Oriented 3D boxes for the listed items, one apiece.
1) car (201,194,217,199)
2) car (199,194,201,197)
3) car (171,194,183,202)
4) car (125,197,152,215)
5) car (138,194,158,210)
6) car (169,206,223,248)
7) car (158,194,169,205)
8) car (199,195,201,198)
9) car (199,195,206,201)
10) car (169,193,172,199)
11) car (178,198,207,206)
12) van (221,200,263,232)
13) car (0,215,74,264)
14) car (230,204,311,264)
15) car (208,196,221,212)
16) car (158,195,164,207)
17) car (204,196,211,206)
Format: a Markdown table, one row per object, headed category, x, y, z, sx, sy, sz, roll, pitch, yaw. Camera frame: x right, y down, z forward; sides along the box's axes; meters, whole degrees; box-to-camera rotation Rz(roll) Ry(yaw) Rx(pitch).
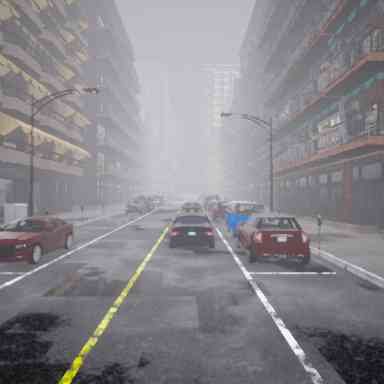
| category | x | y | z | sx | sy | sz | roll | pitch | yaw |
| --- | --- | --- | --- | --- | --- | --- | --- | --- | --- |
| car | 2.708 | 1.323 | 45.174 | 2.192 | 1.841 | 5.009 | 1 | 0 | 0 |
| car | 3.000 | 1.463 | 70.825 | 1.801 | 1.575 | 5.366 | 0 | 0 | 0 |
| car | -3.001 | 1.475 | 76.729 | 2.128 | 1.511 | 4.902 | 0 | 0 | 0 |
| car | -5.677 | 1.558 | 34.041 | 2.008 | 1.369 | 4.403 | 1 | 0 | 0 |
| car | -5.672 | 1.323 | 39.581 | 2.192 | 1.841 | 5.009 | 1 | 0 | 0 |
| car | 0.000 | 1.567 | 14.653 | 2.033 | 1.411 | 5.357 | 0 | 0 | 0 |
| car | -5.672 | 1.323 | 56.203 | 2.192 | 1.841 | 5.009 | 1 | 0 | 0 |
| car | 2.704 | 1.559 | 56.255 | 2.008 | 1.369 | 4.403 | 1 | 0 | 0 |
| car | 2.704 | 1.587 | 89.498 | 1.802 | 1.307 | 4.206 | 1 | 0 | 0 |
| car | -5.672 | 1.320 | 89.445 | 2.192 | 1.841 | 5.009 | 1 | 0 | 0 |
| car | 0.000 | 1.571 | 29.655 | 2.033 | 1.411 | 5.357 | 0 | 0 | 0 |
| van | 2.708 | 1.345 | 17.470 | 1.690 | 1.788 | 3.998 | 1 | 0 | 0 |
| car | -5.676 | 1.547 | 11.878 | 1.887 | 1.381 | 4.507 | 1 | 0 | 0 |
| car | 2.706 | 1.443 | 11.930 | 1.967 | 1.590 | 4.097 | 1 | 0 | 0 |
| car | 2.706 | 1.447 | 28.553 | 1.967 | 1.590 | 4.097 | 1 | 0 | 0 |
| car | -5.676 | 1.533 | 50.493 | 1.752 | 1.417 | 4.829 | 1 | 0 | 0 |
| car | 2.705 | 1.553 | 39.635 | 1.887 | 1.381 | 4.507 | 1 | 0 | 0 |
